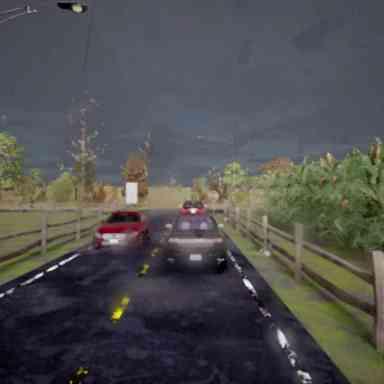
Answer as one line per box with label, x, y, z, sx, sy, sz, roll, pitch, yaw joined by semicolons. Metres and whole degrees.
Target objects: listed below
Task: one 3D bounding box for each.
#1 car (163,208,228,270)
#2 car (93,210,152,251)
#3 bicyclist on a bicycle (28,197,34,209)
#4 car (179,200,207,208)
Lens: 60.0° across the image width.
car;0.100;1.504;11.112;2.128;1.511;4.902;0;0;0
car;-2.842;1.541;14.420;1.812;1.442;4.674;0;0;0
bicyclist on a bicycle;-22.417;1.530;46.436;0.582;1.620;1.656;0;0;1
car;0.102;1.376;25.498;2.097;1.767;4.553;0;0;0
